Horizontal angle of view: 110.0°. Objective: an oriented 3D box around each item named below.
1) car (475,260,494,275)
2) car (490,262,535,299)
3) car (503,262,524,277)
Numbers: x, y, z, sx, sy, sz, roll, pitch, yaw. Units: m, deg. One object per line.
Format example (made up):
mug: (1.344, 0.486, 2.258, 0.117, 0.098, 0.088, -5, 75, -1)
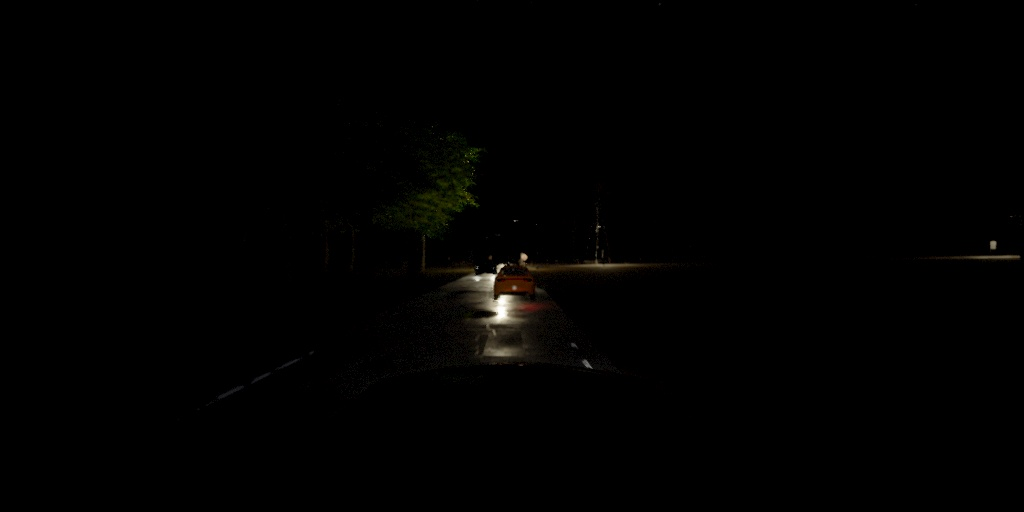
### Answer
car: (-2.733, 1.189, 38.709, 2.097, 1.767, 4.553, 0, 0, 0)
car: (0.108, 1.229, 18.070, 1.882, 1.535, 5.008, 0, 0, 0)
car: (0.115, 1.332, 36.651, 1.994, 1.385, 4.181, 0, 0, 0)
